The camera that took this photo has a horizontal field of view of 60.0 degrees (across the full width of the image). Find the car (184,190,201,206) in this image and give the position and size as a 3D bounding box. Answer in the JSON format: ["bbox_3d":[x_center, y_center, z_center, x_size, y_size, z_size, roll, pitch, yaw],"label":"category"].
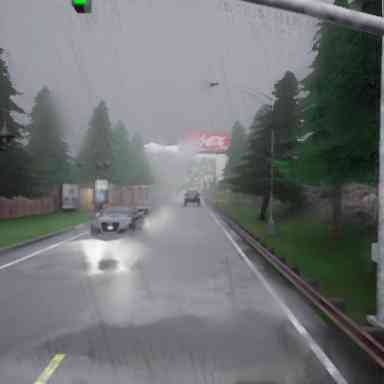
[{"bbox_3d":[0.041,0.798,45.920,2.150,2.045,5.566,1,1,0],"label":"car"}]

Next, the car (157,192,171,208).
[{"bbox_3d":[-3.535,1.070,40.018,2.128,1.511,4.902,1,1,0],"label":"car"}]

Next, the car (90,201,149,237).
[{"bbox_3d":[-3.573,1.353,16.537,1.994,1.385,4.181,1,1,0],"label":"car"}]

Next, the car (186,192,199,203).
[{"bbox_3d":[0.046,0.834,56.509,2.097,1.767,4.553,1,1,0],"label":"car"}]

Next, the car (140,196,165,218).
[{"bbox_3d":[-3.564,1.264,26.476,1.994,1.385,4.181,1,1,0],"label":"car"}]
